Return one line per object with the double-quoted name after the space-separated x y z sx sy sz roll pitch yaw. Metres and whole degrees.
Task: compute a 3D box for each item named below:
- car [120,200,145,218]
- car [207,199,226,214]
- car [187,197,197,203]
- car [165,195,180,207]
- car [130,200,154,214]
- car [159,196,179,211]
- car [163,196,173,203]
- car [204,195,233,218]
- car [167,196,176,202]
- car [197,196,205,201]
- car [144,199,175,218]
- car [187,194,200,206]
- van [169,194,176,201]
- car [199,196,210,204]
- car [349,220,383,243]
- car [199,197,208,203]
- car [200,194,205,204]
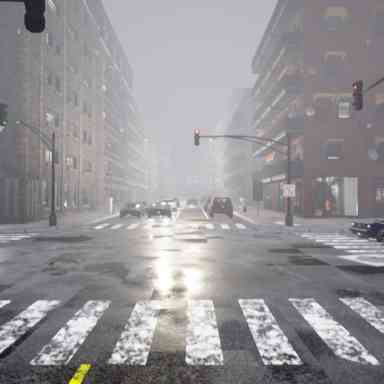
-5.314 1.575 30.169 1.947 1.339 4.313 1 0 0 "car"
2.563 1.538 35.949 1.752 1.417 4.829 1 0 0 "car"
0.027 1.680 70.415 1.994 1.385 4.181 0 0 0 "car"
-2.784 1.562 50.495 1.812 1.442 4.674 0 0 0 "car"
-5.317 1.578 35.731 1.947 1.339 4.313 1 0 0 "car"
-2.847 1.543 40.293 1.812 1.442 4.674 0 0 0 "car"
-5.341 1.666 74.494 1.752 1.417 4.829 1 0 0 "car"
2.570 1.324 30.220 2.192 1.841 5.009 1 0 0 "car"
-5.347 1.759 85.793 2.008 1.369 4.403 1 0 0 "car"
2.530 1.807 91.393 1.947 1.339 4.313 1 0 0 "car"
-2.858 1.573 30.404 1.994 1.385 4.181 0 0 0 "car"
0.074 1.548 57.085 2.128 1.511 4.902 0 0 0 "car"
-5.347 1.582 91.358 1.690 1.788 3.998 1 0 0 "van"
2.543 1.552 69.142 1.967 1.590 4.097 1 0 0 "car"
9.922 1.607 15.347 4.718 1.301 1.895 0 -1 0 "car"
2.538 1.724 74.702 1.802 1.307 4.206 1 0 0 "car"
2.563 1.333 41.344 2.192 1.841 5.009 1 0 0 "car"
